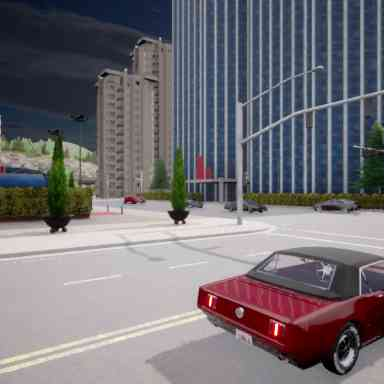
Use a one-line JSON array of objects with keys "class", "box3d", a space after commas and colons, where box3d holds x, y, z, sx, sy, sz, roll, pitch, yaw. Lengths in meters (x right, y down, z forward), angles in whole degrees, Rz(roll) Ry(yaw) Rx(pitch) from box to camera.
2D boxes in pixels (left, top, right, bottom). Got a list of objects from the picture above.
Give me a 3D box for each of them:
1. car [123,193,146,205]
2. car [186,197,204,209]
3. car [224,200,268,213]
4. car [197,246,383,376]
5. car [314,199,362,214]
[{"class": "car", "box3d": [-10.204, 1.223, 58.838, 2.150, 2.045, 5.566, 0, 0, -36]}, {"class": "car", "box3d": [-0.361, 1.503, 45.198, 1.837, 1.490, 4.892, 0, 0, -36]}, {"class": "car", "box3d": [5.809, 1.547, 36.699, 2.033, 1.411, 5.357, 0, 0, -36]}, {"class": "car", "box3d": [2.493, 1.601, 5.586, 4.718, 1.301, 1.895, 0, 0, -35]}, {"class": "car", "box3d": [15.451, 1.491, 35.543, 2.128, 1.511, 4.902, 0, 0, -38]}]
